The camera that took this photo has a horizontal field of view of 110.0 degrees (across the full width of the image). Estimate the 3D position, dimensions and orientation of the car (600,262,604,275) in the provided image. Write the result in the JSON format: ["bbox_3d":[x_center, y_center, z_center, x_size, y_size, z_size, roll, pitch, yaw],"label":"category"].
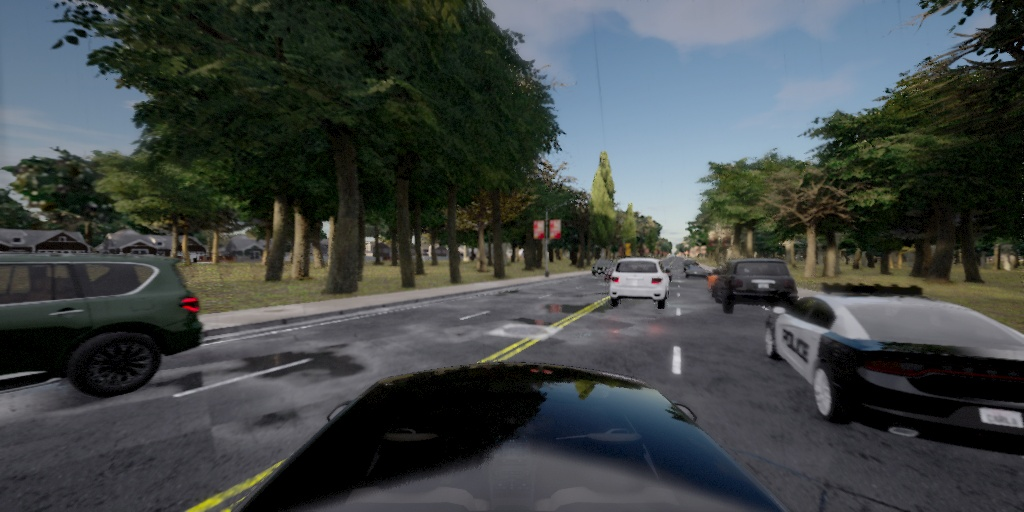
[{"bbox_3d":[9.630,1.560,32.492,1.882,1.535,5.008,0,-1,25],"label":"car"}]

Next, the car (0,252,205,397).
[{"bbox_3d":[-7.184,0.965,4.196,2.150,2.045,5.566,0,-1,25],"label":"car"}]

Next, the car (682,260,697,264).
[{"bbox_3d":[28.680,1.637,57.659,2.150,2.045,5.566,0,-1,25],"label":"car"}]

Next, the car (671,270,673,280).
[{"bbox_3d":[14.700,1.678,35.191,2.033,1.411,5.357,0,-1,25],"label":"car"}]

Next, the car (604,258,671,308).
[{"bbox_3d":[5.943,1.134,16.457,2.150,2.045,5.566,0,-1,25],"label":"car"}]

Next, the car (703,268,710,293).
[{"bbox_3d":[12.080,1.322,19.846,2.097,1.767,4.553,0,-1,25],"label":"car"}]

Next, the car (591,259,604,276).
[{"bbox_3d":[11.285,1.420,43.722,2.150,2.045,5.566,0,-1,26],"label":"car"}]

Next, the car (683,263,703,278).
[{"bbox_3d":[20.560,1.769,40.217,1.994,1.385,4.181,0,-1,26],"label":"car"}]

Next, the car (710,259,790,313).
[{"bbox_3d":[9.566,1.133,14.463,2.150,2.045,5.566,0,-1,25],"label":"car"}]

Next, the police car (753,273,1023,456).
[{"bbox_3d":[5.364,1.232,5.476,1.930,1.638,5.238,0,-1,25],"label":"police car"}]
